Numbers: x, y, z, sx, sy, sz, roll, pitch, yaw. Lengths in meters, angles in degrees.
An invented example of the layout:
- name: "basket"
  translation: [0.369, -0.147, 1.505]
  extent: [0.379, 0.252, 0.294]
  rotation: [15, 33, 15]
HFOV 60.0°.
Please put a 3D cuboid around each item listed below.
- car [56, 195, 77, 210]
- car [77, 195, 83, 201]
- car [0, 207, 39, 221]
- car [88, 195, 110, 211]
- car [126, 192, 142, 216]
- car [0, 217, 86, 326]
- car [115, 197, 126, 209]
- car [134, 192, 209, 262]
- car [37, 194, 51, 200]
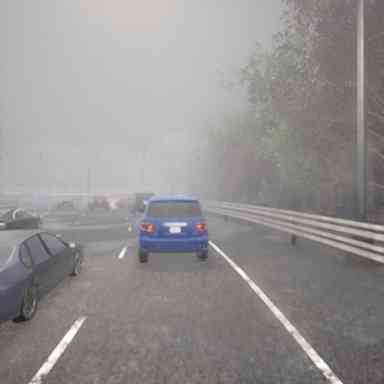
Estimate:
- name: "car"
  translation: [-15.428, 1.334, 40.522]
  extent: [1.812, 1.442, 4.674]
  rotation: [0, 0, -23]
- name: "car"
  translation: [-24.404, 1.217, 69.460]
  extent: [1.994, 1.385, 4.181]
  rotation: [0, 0, -39]
- name: "car"
  translation: [-8.233, 1.429, 14.916]
  extent: [2.128, 1.511, 4.902]
  rotation: [0, 0, -8]
- name: "car"
  translation: [-10.709, 1.158, 38.039]
  extent: [2.097, 1.767, 4.553]
  rotation: [0, 0, -20]
- name: "car"
  translation: [-4.581, 1.049, 30.756]
  extent: [2.150, 2.045, 5.566]
  rotation: [0, 0, -16]
- name: "car"
  translation: [-3.767, 1.518, 6.996]
  extent: [2.033, 1.411, 5.357]
  rotation: [0, 0, -4]
- name: "car"
  translation: [-8.351, 1.340, 41.633]
  extent: [1.994, 1.385, 4.181]
  rotation: [0, 0, -22]
- name: "car"
  translation: [-0.764, 1.150, 12.073]
  extent: [2.150, 2.045, 5.566]
  rotation: [0, 0, -6]
- name: "car"
  translation: [-36.799, 1.180, 82.843]
  extent: [4.181, 1.385, 1.994]
  rotation: [0, 0, 41]
